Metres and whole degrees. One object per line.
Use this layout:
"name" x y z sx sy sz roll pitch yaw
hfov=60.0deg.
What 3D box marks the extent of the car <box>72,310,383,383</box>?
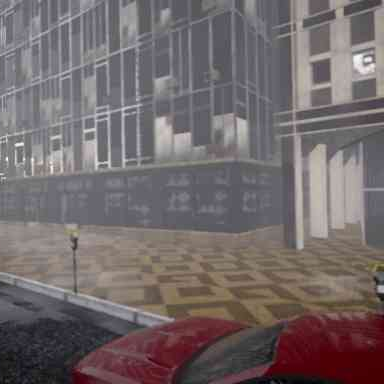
"car" 1.031 1.535 2.157 4.507 1.381 1.887 0 -1 35
